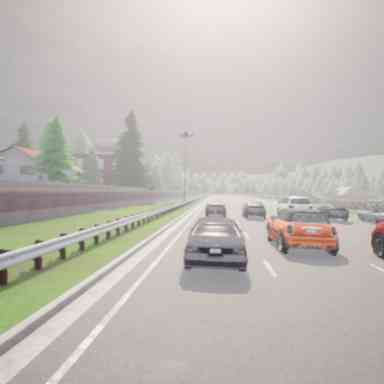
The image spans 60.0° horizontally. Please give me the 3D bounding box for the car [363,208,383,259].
[{"bbox_3d":[7.748,1.430,10.288,2.150,2.045,5.566,2,0,4],"label":"car"}]

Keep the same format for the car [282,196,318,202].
[{"bbox_3d":[9.160,1.442,29.952,2.150,2.045,5.566,2,0,4],"label":"car"}]

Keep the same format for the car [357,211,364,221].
[{"bbox_3d":[16.074,2.024,28.700,1.895,1.301,4.718,2,0,4],"label":"car"}]

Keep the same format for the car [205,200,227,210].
[{"bbox_3d":[2.231,1.509,31.272,2.128,1.511,4.902,2,0,4],"label":"car"}]

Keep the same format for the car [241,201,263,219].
[{"bbox_3d":[5.721,1.610,31.030,2.128,1.511,4.902,2,0,4],"label":"car"}]

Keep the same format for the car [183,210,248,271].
[{"bbox_3d":[0.776,1.553,10.987,2.033,1.411,5.357,2,0,4],"label":"car"}]

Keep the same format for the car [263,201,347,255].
[{"bbox_3d":[4.520,1.461,14.219,2.097,1.767,4.553,2,0,4],"label":"car"}]

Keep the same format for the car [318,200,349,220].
[{"bbox_3d":[12.699,1.814,30.510,2.128,1.511,4.902,2,0,4],"label":"car"}]
